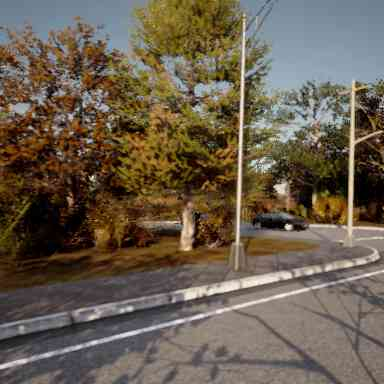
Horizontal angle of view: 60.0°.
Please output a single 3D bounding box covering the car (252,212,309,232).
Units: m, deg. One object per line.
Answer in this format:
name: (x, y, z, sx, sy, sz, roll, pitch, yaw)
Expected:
car: (7.254, 2.414, 27.566, 1.882, 1.535, 5.008, 3, -4, -38)
